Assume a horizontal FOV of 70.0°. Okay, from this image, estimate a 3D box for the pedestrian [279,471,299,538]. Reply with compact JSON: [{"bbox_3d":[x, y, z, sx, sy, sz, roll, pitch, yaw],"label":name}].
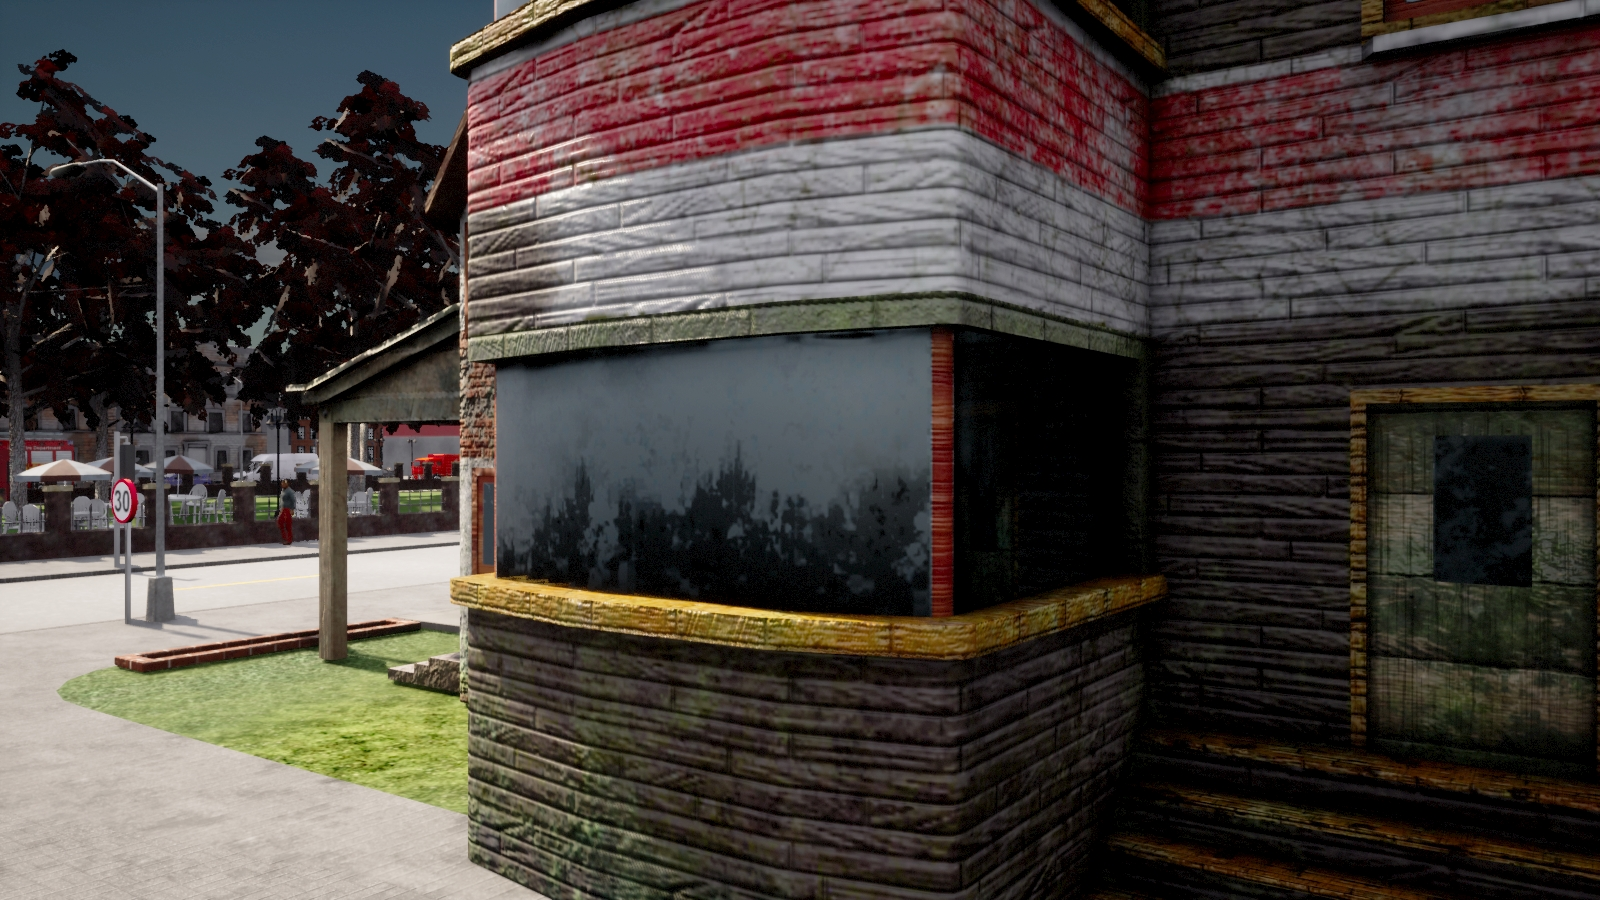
[{"bbox_3d":[-14.333,1.517,32.057,0.375,1.860,0.375,0,0,36],"label":"pedestrian"}]
